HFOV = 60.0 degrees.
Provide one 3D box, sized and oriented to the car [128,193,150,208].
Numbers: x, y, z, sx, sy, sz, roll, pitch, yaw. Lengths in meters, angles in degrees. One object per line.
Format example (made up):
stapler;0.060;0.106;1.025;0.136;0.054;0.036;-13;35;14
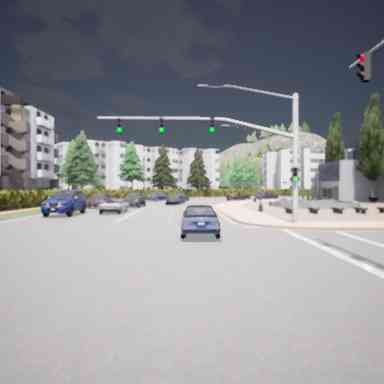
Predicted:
car;-6.830;0.914;39.265;2.097;1.767;4.553;0;1;5

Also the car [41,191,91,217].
car;-10.514;0.911;27.772;2.150;2.045;5.566;0;1;-1

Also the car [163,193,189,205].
car;-2.139;1.051;46.064;1.994;1.385;4.181;0;1;13

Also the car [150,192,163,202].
car;-6.199;0.724;56.381;2.097;1.767;4.553;0;1;24

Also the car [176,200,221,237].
car;0.362;1.362;16.600;2.033;1.411;5.357;0;1;-1

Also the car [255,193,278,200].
car;14.993;0.804;66.993;5.357;1.411;2.033;0;1;-36

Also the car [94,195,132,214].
car;-7.067;1.263;30.234;1.895;1.301;4.718;0;1;-1

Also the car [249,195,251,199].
car;10.085;0.815;67.427;4.181;1.385;1.994;-1;1;-39

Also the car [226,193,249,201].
car;7.888;0.861;59.860;1.812;1.442;4.674;0;1;38

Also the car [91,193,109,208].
car;-10.394;0.936;37.389;2.097;1.767;4.553;0;1;3
